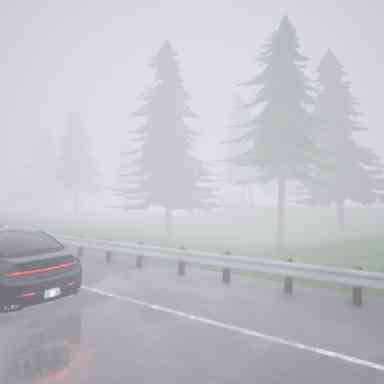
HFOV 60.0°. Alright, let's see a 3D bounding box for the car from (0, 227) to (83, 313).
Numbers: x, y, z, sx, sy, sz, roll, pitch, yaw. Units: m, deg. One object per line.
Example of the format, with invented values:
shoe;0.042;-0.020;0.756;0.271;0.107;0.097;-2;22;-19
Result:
car;-4.404;1.550;7.363;4.892;1.490;1.837;0;0;37
